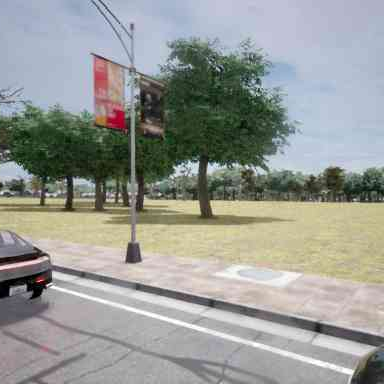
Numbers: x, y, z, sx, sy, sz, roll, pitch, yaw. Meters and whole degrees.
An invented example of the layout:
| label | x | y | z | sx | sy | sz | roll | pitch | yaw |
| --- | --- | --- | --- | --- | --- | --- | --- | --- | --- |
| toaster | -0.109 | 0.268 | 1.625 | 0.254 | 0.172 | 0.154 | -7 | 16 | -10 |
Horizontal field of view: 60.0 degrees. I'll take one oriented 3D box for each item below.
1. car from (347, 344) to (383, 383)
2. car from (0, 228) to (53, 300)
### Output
| label | x | y | z | sx | sy | sz | roll | pitch | yaw |
| --- | --- | --- | --- | --- | --- | --- | --- | --- | --- |
| car | 3.267 | 1.493 | 1.346 | 4.902 | 1.511 | 2.128 | 0 | 0 | 36 |
| car | -5.009 | 1.515 | 7.229 | 4.902 | 1.511 | 2.128 | 0 | 0 | 36 |
